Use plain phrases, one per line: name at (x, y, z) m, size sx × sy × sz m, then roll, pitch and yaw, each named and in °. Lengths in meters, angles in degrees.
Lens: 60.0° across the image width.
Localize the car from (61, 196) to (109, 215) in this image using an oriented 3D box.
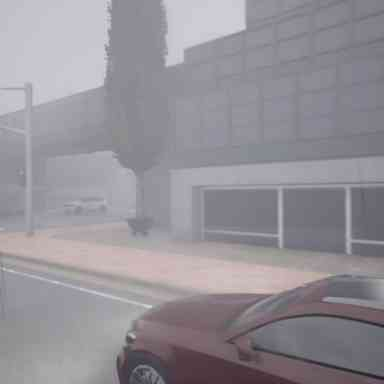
car at (-12.237, 1.483, 38.473) m, size 2.150 × 2.045 × 5.566 m, roll -1°, pitch 0°, yaw 36°

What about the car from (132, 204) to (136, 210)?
car at (-6.382, 1.824, 46.604) m, size 1.994 × 1.385 × 4.181 m, roll -1°, pitch 0°, yaw 36°

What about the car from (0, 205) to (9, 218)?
car at (-7.721, 1.317, 9.571) m, size 5.566 × 2.045 × 2.150 m, roll -1°, pitch 0°, yaw 38°

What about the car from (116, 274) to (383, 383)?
car at (1.373, 1.529, 2.991) m, size 4.674 × 1.442 × 1.812 m, roll 0°, pitch 0°, yaw 35°

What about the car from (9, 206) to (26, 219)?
car at (-18.008, 1.863, 30.428) m, size 1.895 × 1.301 × 4.718 m, roll -1°, pitch 0°, yaw 36°
